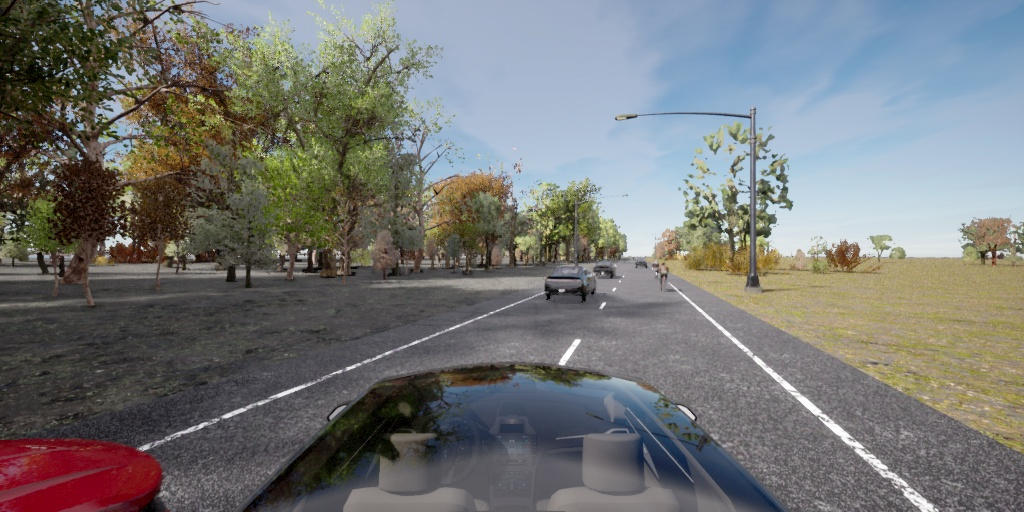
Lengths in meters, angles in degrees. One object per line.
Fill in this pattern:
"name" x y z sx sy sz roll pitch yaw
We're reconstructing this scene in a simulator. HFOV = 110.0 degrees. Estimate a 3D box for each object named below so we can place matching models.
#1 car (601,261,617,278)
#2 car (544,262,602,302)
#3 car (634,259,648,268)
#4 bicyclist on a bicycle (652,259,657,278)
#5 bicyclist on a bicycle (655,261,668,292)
"car" 8.929 1.261 34.417 1.837 1.490 4.892 0 0 19
"car" 2.898 1.244 17.258 2.128 1.511 4.902 0 0 19
"car" 21.844 1.271 60.593 1.837 1.490 4.892 0 0 19
"bicyclist on a bicycle" 11.842 1.127 29.532 0.659 1.776 1.843 0 0 19
"bicyclist on a bicycle" 8.651 1.207 20.459 0.582 1.620 1.656 0 0 19
